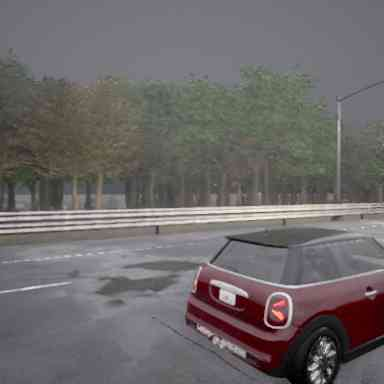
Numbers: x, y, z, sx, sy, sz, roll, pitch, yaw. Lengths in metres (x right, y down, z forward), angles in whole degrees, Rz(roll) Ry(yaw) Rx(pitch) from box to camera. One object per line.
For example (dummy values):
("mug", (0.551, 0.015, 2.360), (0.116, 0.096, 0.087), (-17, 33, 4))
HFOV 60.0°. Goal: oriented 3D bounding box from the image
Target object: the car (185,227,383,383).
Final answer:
("car", (2.211, 1.374, 5.437), (4.553, 1.767, 2.097), (0, 0, -34))
